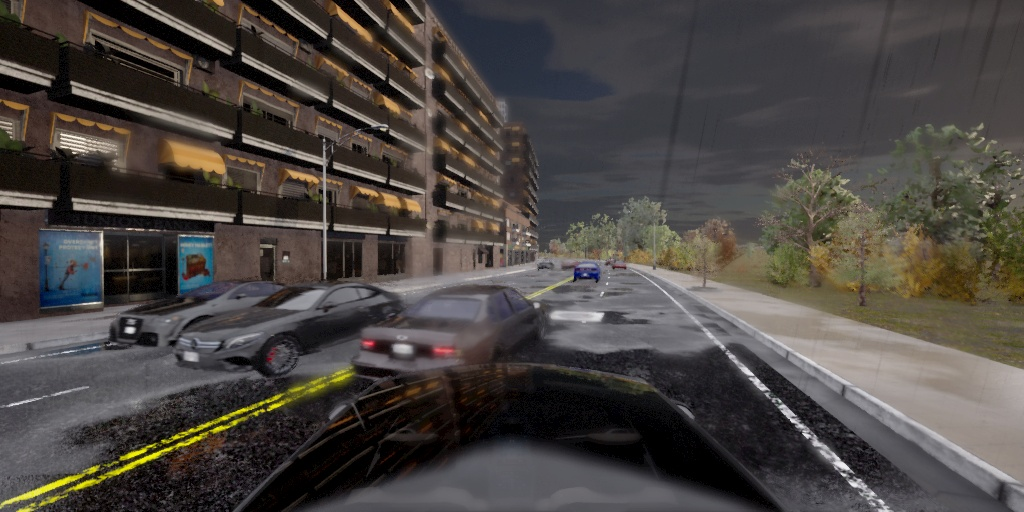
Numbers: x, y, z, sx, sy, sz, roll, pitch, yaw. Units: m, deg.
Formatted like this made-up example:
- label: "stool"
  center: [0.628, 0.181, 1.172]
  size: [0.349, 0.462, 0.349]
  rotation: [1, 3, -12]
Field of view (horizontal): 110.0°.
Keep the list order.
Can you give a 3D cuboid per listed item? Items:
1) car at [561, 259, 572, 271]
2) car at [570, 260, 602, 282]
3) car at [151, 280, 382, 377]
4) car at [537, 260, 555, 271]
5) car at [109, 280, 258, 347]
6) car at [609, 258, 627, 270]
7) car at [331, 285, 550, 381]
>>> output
- label: "car"
  center: [7.769, 1.201, 48.196]
  size: [1.882, 1.535, 5.008]
  rotation: [0, 0, 14]
- label: "car"
  center: [6.082, 1.214, 28.695]
  size: [1.882, 1.535, 5.008]
  rotation: [0, 0, 16]
- label: "car"
  center: [-4.150, 1.275, 7.676]
  size: [1.812, 1.442, 4.674]
  rotation: [0, 0, 19]
- label: "car"
  center: [4.684, 1.290, 49.264]
  size: [1.994, 1.385, 4.181]
  rotation: [0, 0, 14]
- label: "car"
  center: [-7.091, 1.314, 9.137]
  size: [1.994, 1.385, 4.181]
  rotation: [0, 0, 18]
- label: "car"
  center: [15.913, 1.274, 53.371]
  size: [1.994, 1.385, 4.181]
  rotation: [0, 0, 13]
- label: "car"
  center: [-0.660, 1.296, 7.181]
  size: [2.033, 1.411, 5.357]
  rotation: [0, 0, 18]
